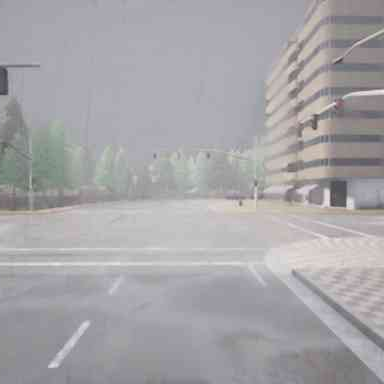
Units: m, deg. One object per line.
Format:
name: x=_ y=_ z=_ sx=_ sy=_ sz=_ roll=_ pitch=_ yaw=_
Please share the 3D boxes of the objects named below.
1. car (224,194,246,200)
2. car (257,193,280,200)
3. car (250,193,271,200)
car: x=9.319 y=1.076 z=72.602 sx=5.357 sy=1.411 sz=2.033 roll=0 pitch=0 yaw=-37
car: x=18.021 y=1.027 z=78.147 sx=4.902 sy=1.511 sz=2.128 roll=0 pitch=0 yaw=-23
car: x=14.630 y=1.063 z=72.268 sx=4.674 sy=1.442 sz=1.812 roll=0 pitch=0 yaw=-34
